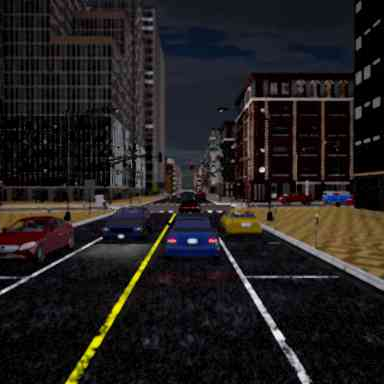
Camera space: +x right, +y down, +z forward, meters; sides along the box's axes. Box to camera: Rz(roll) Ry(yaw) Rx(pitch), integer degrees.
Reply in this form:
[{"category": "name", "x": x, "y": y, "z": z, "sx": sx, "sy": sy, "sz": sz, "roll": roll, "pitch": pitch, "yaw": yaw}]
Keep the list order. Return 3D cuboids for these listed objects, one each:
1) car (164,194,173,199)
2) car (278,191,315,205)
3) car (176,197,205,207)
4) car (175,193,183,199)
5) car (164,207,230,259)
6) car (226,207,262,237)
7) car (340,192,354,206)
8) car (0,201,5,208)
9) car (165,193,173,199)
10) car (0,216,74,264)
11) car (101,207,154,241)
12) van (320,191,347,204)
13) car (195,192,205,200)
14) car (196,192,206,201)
[{"category": "car", "x": -5.965, "y": 1.121, "z": 83.094, "sx": 2.008, "sy": 1.369, "sz": 4.403, "roll": 0, "pitch": 0, "yaw": 0}, {"category": "car", "x": 14.943, "y": 0.844, "z": 47.613, "sx": 5.009, "sy": 1.841, "sz": 2.192, "roll": -1, "pitch": 1, "yaw": -1}, {"category": "car", "x": -0.128, "y": 1.359, "z": 27.200, "sx": 1.837, "sy": 1.490, "sz": 4.892, "roll": 0, "pitch": 0, "yaw": 0}, {"category": "car", "x": -3.433, "y": 1.069, "z": 87.601, "sx": 2.128, "sy": 1.511, "sz": 4.902, "roll": 0, "pitch": 0, "yaw": 0}, {"category": "car", "x": -0.002, "y": 1.481, "z": 12.251, "sx": 2.033, "sy": 1.411, "sz": 5.357, "roll": 0, "pitch": 0, "yaw": 0}, {"category": "car", "x": 2.431, "y": 1.433, "z": 17.326, "sx": 1.752, "sy": 1.417, "sz": 4.829, "roll": 0, "pitch": 0, "yaw": 0}, {"category": "car", "x": 20.770, "y": 1.058, "z": 39.843, "sx": 4.507, "sy": 1.381, "sz": 1.887, "roll": -1, "pitch": 1, "yaw": -1}, {"category": "car", "x": -28.774, "y": 1.656, "z": 46.726, "sx": 4.403, "sy": 1.369, "sz": 2.008, "roll": -1, "pitch": 1, "yaw": -1}, {"category": "car", "x": -6.009, "y": 1.087, "z": 88.687, "sx": 1.887, "sy": 1.381, "sz": 4.507, "roll": 0, "pitch": 0, "yaw": 0}, {"category": "car", "x": -5.404, "y": 1.521, "z": 11.536, "sx": 1.802, "sy": 1.307, "sz": 4.206, "roll": 0, "pitch": 0, "yaw": 0}, {"category": "car", "x": -2.972, "y": 1.460, "z": 16.553, "sx": 2.033, "sy": 1.411, "sz": 5.357, "roll": 0, "pitch": 0, "yaw": 0}, {"category": "van", "x": 20.598, "y": 0.798, "z": 47.717, "sx": 3.998, "sy": 1.788, "sz": 1.690, "roll": -1, "pitch": 1, "yaw": -1}, {"category": "car", "x": 1.915, "y": 0.885, "z": 83.155, "sx": 2.192, "sy": 1.841, "sz": 5.009, "roll": 0, "pitch": 0, "yaw": 0}, {"category": "car", "x": 2.002, "y": 0.942, "z": 71.969, "sx": 2.192, "sy": 1.841, "sz": 5.009, "roll": 0, "pitch": 0, "yaw": 0}]
